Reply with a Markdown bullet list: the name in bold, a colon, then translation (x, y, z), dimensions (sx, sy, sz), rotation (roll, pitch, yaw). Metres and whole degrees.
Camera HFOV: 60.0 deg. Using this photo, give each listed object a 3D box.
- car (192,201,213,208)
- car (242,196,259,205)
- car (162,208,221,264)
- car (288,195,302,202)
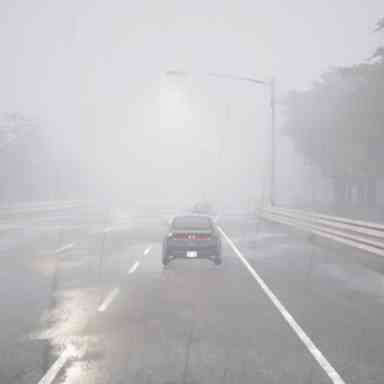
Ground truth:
- **car**: translation (1.133, 1.687, 34.654), dimensions (2.033, 1.411, 5.357), rotation (0, 0, 10)
- **car**: translation (11.054, 1.594, 62.868), dimensions (2.097, 1.767, 4.553), rotation (0, 0, 29)
- **car**: translation (-0.005, 1.554, 12.017), dimensions (1.837, 1.490, 4.892), rotation (0, 0, 0)
- **car**: translation (25.497, 1.631, 81.918), dimensions (2.097, 1.767, 4.553), rotation (0, 0, 43)
